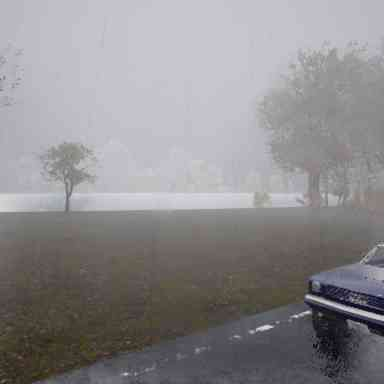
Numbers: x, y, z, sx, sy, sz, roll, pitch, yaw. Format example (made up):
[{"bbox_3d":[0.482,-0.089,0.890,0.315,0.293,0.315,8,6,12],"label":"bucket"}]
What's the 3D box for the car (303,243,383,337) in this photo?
[{"bbox_3d":[4.163,1.599,6.036,4.718,1.301,1.895,0,0,-35],"label":"car"}]
